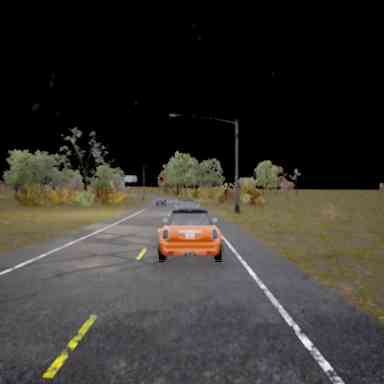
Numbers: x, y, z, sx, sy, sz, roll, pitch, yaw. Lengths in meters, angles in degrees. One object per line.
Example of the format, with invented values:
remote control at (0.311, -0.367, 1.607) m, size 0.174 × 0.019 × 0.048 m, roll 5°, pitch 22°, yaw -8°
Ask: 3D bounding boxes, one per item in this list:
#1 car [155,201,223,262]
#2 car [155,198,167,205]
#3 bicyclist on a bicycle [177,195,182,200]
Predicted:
car at (-0.073, 1.389, 12.498) m, size 2.097 × 1.767 × 4.553 m, roll 0°, pitch 0°, yaw 0°
car at (-5.375, 1.709, 57.551) m, size 2.033 × 1.411 × 5.357 m, roll 0°, pitch 0°, yaw -3°
bicyclist on a bicycle at (-3.168, 1.660, 88.023) m, size 0.866 × 1.612 × 1.509 m, roll 0°, pitch 0°, yaw -5°
